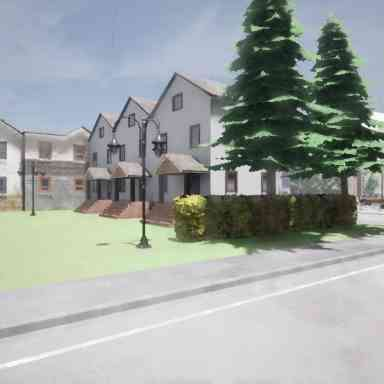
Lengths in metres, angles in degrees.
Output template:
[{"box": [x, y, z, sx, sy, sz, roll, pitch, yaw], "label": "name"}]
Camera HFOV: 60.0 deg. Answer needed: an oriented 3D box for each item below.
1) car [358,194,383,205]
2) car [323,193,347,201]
[{"box": [27.228, 1.097, 49.253, 1.932, 1.855, 4.605, 0, 0, -36], "label": "car"}, {"box": [32.093, 1.097, 74.708, 1.932, 1.855, 4.605, 0, 0, -36], "label": "car"}]
